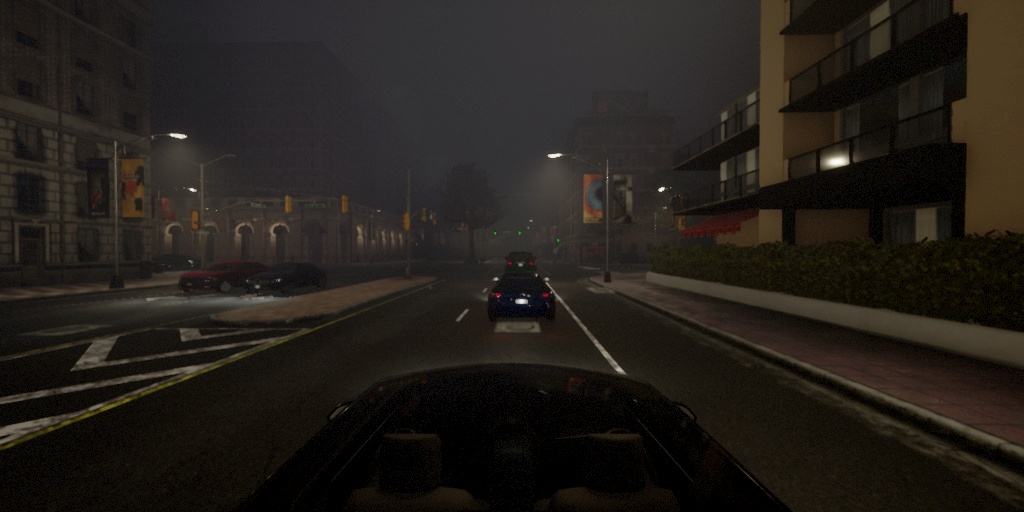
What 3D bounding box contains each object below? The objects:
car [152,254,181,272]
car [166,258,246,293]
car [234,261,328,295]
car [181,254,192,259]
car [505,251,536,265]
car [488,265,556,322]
[{"bbox_3d":[-36.712,0.796,35.929,4.892,1.490,1.837,0,1,1],"label":"car"},{"bbox_3d":[-14.649,1.000,18.847,1.882,1.535,5.008,0,0,2],"label":"car"},{"bbox_3d":[-11.169,1.057,18.141,1.812,1.442,4.674,0,1,2],"label":"car"},{"bbox_3d":[-36.450,0.597,39.427,4.553,1.767,2.097,0,1,1],"label":"car"},{"bbox_3d":[0.635,0.646,26.630,2.150,2.045,5.566,0,1,1],"label":"car"},{"bbox_3d":[0.306,1.182,11.758,1.994,1.385,4.181,0,1,1],"label":"car"}]
